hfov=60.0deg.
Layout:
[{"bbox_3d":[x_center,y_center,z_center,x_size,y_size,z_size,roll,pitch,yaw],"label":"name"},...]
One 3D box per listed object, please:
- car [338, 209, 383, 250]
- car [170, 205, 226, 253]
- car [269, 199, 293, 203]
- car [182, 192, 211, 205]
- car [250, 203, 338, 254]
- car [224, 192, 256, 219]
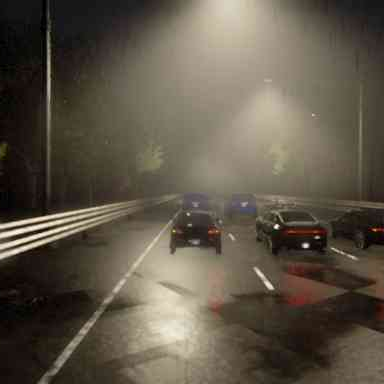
[{"bbox_3d":[7.172,1.431,13.635,1.812,1.442,4.674,0,1,1],"label":"car"},{"bbox_3d":[0.159,1.436,13.040,1.812,1.442,4.674,0,0,1],"label":"car"},{"bbox_3d":[7.381,1.297,27.843,2.128,1.511,4.902,0,0,2],"label":"car"},{"bbox_3d":[0.350,1.035,26.846,2.150,2.045,5.566,0,1,2],"label":"car"},{"bbox_3d":[3.659,1.416,12.973,1.837,1.490,4.892,0,1,1],"label":"car"},{"bbox_3d":[3.849,1.036,26.764,2.150,2.045,5.566,0,1,2],"label":"car"}]
